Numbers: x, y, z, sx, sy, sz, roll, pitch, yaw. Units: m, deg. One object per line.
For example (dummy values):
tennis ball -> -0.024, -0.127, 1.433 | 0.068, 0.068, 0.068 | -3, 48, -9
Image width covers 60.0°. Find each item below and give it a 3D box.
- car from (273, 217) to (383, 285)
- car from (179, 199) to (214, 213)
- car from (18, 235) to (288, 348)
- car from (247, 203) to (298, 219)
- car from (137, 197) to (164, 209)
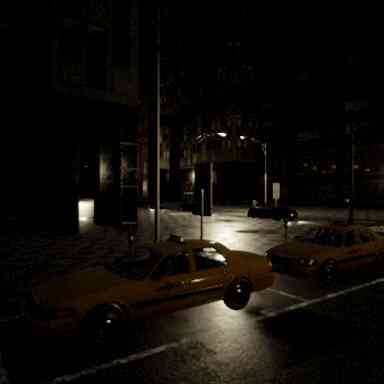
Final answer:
car -> 4.043, 1.541, 9.508 | 4.829, 1.417, 1.752 | 0, 0, -35
car -> 0.360, 1.475, 35.042 | 1.812, 1.442, 4.674 | 0, 0, -35
car -> -0.524, 1.531, 6.265 | 4.829, 1.417, 1.752 | 0, 0, -35
car -> 6.387, 1.545, 26.666 | 1.994, 1.385, 4.181 | 0, 0, -35
car -> -5.483, 1.421, 43.179 | 1.837, 1.490, 4.892 | 0, 0, -36
